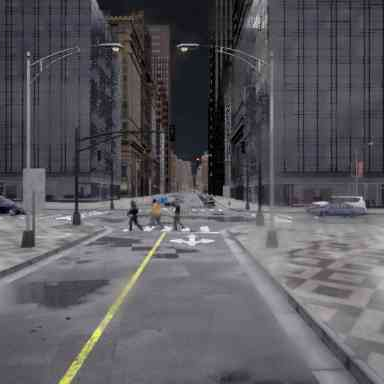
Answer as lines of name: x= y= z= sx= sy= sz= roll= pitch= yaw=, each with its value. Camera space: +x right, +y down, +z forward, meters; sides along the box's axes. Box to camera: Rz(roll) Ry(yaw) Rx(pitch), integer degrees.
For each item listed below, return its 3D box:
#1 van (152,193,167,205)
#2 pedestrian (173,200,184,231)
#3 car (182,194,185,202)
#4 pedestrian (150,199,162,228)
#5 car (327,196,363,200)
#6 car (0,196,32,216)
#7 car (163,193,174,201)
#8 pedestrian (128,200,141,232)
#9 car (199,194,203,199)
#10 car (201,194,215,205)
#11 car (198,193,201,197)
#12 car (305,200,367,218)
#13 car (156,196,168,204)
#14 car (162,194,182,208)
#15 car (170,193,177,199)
van: x=-5.624 y=1.283 z=56.001 sx=1.690 sy=1.788 sz=3.998 roll=0 pitch=0 yaw=0
pedestrian: x=-0.827 y=1.287 z=19.061 sx=0.375 sy=1.860 sz=0.375 roll=0 pitch=0 yaw=0
car: x=-2.824 y=1.500 z=59.069 sx=1.994 sy=1.385 sz=4.181 roll=0 pitch=0 yaw=1
pedestrian: x=-2.107 y=1.287 z=19.658 sx=0.375 sy=1.860 sz=0.375 roll=0 pitch=0 yaw=0
car: x=15.412 y=1.449 z=35.176 sx=5.566 sy=2.045 sz=2.150 roll=1 pitch=0 yaw=1
car: x=-16.317 y=1.135 z=28.669 sx=4.553 sy=1.767 sz=2.097 roll=1 pitch=0 yaw=0
car: x=-5.469 y=1.204 z=78.595 sx=2.192 sy=1.841 sz=5.009 roll=0 pitch=0 yaw=0
pedestrian: x=-3.208 y=1.288 z=18.460 sx=0.375 sy=1.860 sz=0.375 roll=0 pitch=0 yaw=0
car: x=3.015 y=1.487 z=72.891 sx=1.802 sy=1.307 sz=4.206 roll=0 pitch=0 yaw=0
car: x=2.901 y=1.508 z=55.944 sx=1.947 sy=1.339 sz=4.313 roll=0 pitch=0 yaw=0
car: x=3.093 y=1.418 z=84.189 sx=1.887 sy=1.381 sz=4.507 roll=0 pitch=0 yaw=0
car: x=13.762 y=1.742 z=31.940 sx=5.357 sy=1.411 sz=2.033 roll=1 pitch=0 yaw=0
car: x=-5.586 y=1.513 z=61.650 sx=1.802 sy=1.307 sz=4.206 roll=0 pitch=0 yaw=0
car: x=-2.911 y=1.433 z=48.500 sx=1.882 sy=1.535 sz=5.008 roll=0 pitch=0 yaw=0
car: x=-5.355 y=1.179 z=95.436 sx=1.690 sy=1.788 sz=3.998 roll=0 pitch=0 yaw=0
